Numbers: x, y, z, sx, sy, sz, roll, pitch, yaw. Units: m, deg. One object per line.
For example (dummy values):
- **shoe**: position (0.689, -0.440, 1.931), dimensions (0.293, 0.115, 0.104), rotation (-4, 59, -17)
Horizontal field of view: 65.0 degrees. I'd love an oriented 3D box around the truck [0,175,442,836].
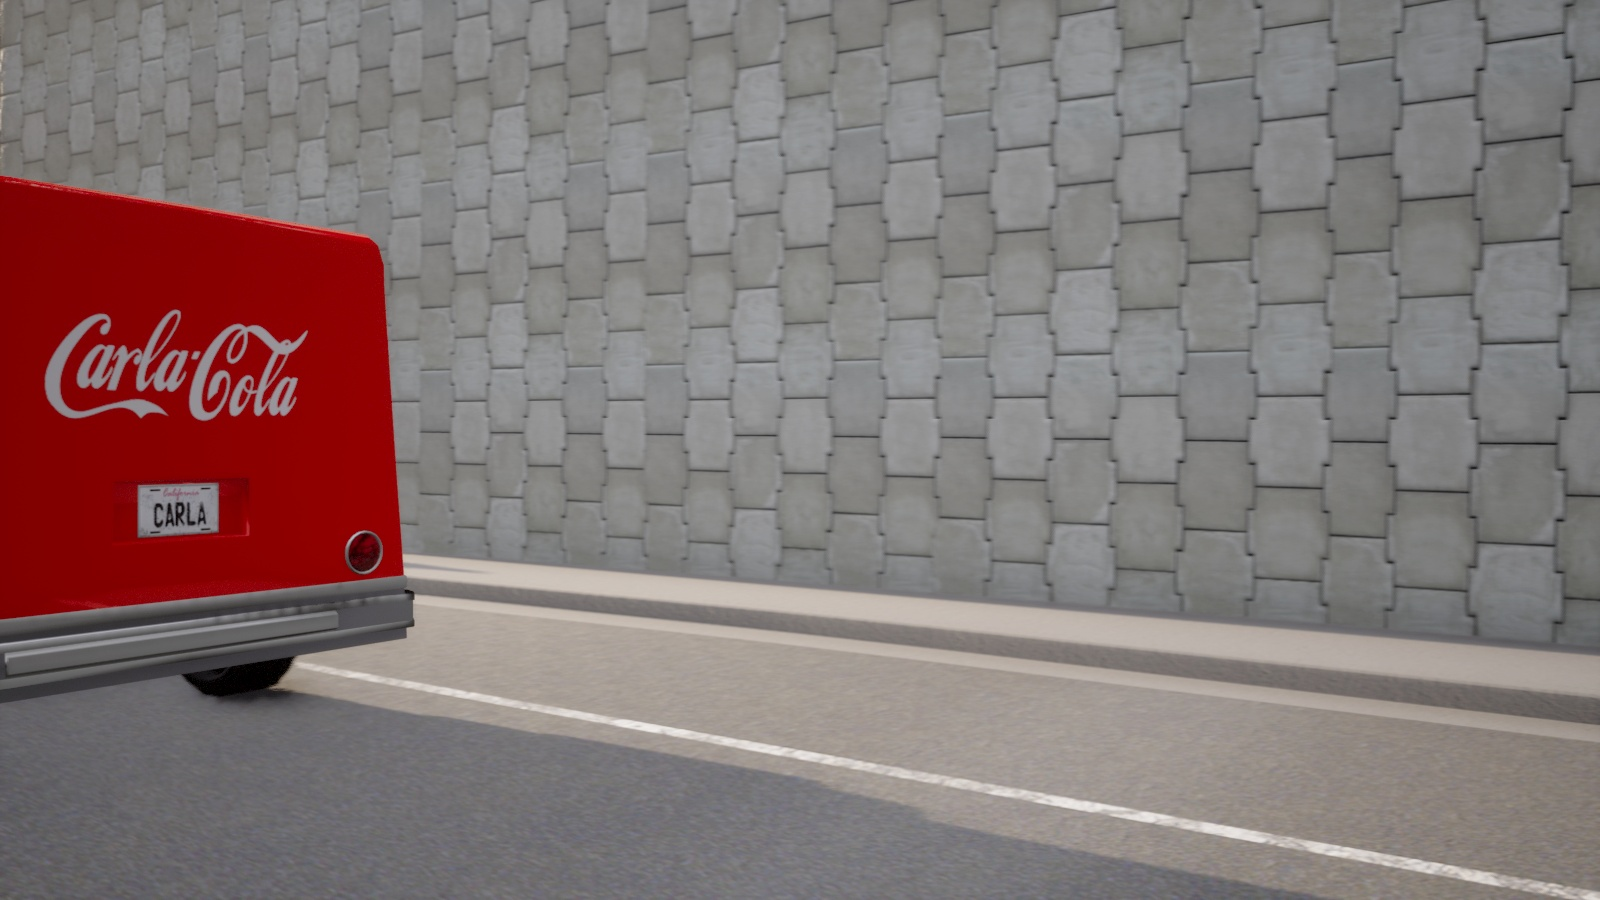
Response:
- **truck**: position (-4.740, 0.195, 6.764), dimensions (5.204, 2.467, 2.627), rotation (0, 1, 34)
